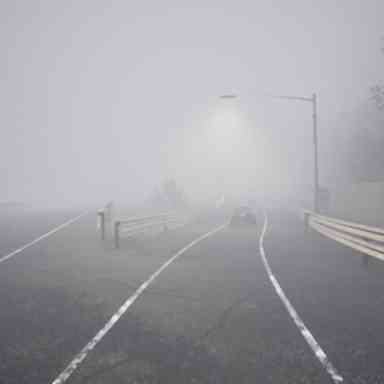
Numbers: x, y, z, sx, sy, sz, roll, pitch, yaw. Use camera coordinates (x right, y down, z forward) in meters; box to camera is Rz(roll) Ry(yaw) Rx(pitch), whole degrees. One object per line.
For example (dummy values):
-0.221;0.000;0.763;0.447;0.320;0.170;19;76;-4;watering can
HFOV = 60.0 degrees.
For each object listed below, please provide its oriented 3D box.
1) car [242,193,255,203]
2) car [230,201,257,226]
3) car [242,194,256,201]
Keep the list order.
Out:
10.693;1.147;63.414;2.128;1.511;4.902;-1;3;6;car
4.594;1.947;29.087;2.097;1.767;4.553;-1;-1;13;car
9.325;1.645;53.437;2.128;1.511;4.902;-1;2;8;car
